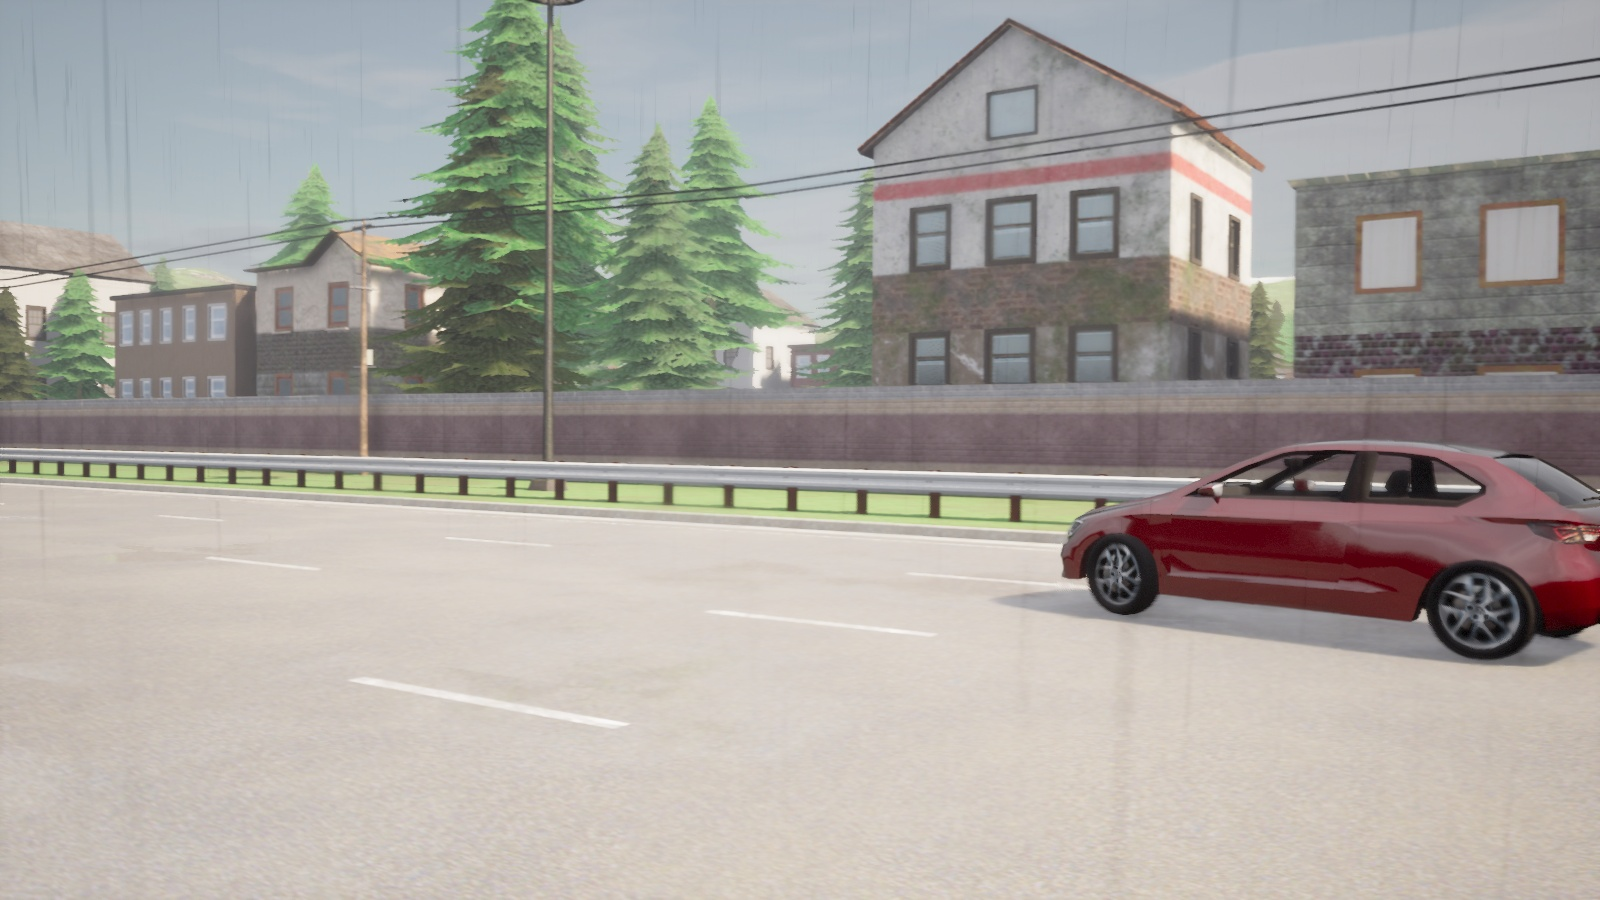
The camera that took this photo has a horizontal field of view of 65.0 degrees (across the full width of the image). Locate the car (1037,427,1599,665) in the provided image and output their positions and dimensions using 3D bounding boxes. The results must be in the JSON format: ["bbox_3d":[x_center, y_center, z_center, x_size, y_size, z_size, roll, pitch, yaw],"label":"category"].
[{"bbox_3d":[4.146,0.575,9.939,1.816,1.474,4.193,-1,1,-43],"label":"car"}]
